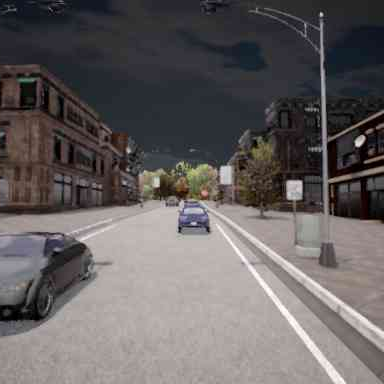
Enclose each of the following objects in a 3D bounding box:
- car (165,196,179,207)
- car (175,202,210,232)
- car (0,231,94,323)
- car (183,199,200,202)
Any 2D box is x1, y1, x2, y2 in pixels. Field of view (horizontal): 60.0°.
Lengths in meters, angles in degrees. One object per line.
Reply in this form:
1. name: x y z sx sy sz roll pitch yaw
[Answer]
1. car: -3.094 1.435 52.844 2.097 1.767 4.553 0 0 -1
2. car: 0.096 1.550 20.374 1.812 1.442 4.674 0 0 0
3. car: -3.599 1.573 7.173 1.994 1.385 4.181 0 0 0
4. car: -0.082 1.541 40.573 2.128 1.511 4.902 0 0 -1
